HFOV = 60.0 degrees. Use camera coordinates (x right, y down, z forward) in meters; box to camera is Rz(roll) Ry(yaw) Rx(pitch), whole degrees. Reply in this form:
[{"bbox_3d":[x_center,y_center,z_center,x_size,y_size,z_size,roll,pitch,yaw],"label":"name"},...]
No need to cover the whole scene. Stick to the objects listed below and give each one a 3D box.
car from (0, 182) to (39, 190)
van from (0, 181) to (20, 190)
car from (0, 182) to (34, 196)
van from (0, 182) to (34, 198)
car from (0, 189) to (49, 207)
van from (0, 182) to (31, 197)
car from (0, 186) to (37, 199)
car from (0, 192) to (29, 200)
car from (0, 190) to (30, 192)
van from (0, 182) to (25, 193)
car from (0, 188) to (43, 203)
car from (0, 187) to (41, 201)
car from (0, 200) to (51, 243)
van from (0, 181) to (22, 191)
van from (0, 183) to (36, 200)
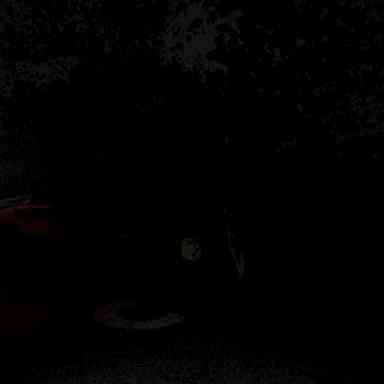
[{"bbox_3d":[-14.980,0.403,29.487,5.566,2.045,2.435,1,2,-30],"label":"car"},{"bbox_3d":[-42.743,-1.433,77.543,4.442,1.987,1.878,1,1,-30],"label":"van"},{"bbox_3d":[-27.432,-0.479,51.059,5.566,2.045,2.435,1,1,-30],"label":"car"},{"bbox_3d":[-24.550,-0.274,46.330,4.442,1.987,1.878,1,1,-30],"label":"van"},{"bbox_3d":[-16.417,0.570,31.866,4.792,1.488,2.163,1,2,-30],"label":"car"},{"bbox_3d":[-26.131,-0.367,48.615,4.442,1.987,1.878,1,1,-30],"label":"van"},{"bbox_3d":[-23.275,0.038,43.878,5.008,1.535,2.097,1,1,-30],"label":"car"},{"bbox_3d":[-8.154,1.087,17.598,4.553,1.767,2.185,1,2,-30],"label":"car"},{"bbox_3d":[-12.419,0.873,24.587,5.366,1.575,1.946,1,2,-30],"label":"car"},{"bbox_3d":[-34.264,-0.898,63.246,4.442,1.987,1.878,1,1,-30],"label":"van"},{"bbox_3d":[-19.186,0.350,36.804,4.792,1.488,2.163,1,2,-30],"label":"car"},{"bbox_3d":[-20.499,0.254,39.091,4.792,1.488,2.163,1,1,-30],"label":"car"},{"bbox_3d":[-6.812,1.324,15.182,5.008,1.535,2.097,1,2,-30],"label":"car"},{"bbox_3d":[-39.779,-1.252,72.850,4.442,1.987,1.878,1,1,-30],"label":"van"},{"bbox_3d":[-21.980,-0.098,41.402,4.442,1.987,1.878,1,1,-30],"label":"van"}]
